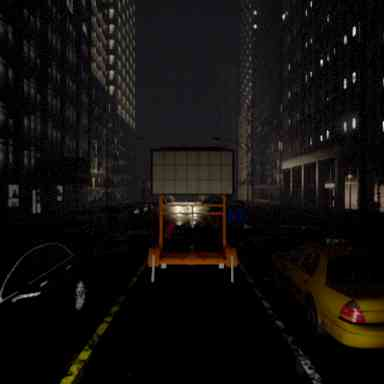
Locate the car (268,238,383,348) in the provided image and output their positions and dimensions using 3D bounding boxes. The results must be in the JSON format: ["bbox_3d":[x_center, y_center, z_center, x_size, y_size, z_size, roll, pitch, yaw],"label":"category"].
[{"bbox_3d":[2.691,1.548,6.497,1.752,1.417,4.829,-1,0,0],"label":"car"}]

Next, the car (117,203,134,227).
[{"bbox_3d":[-5.667,1.647,23.389,1.947,1.339,4.313,-1,0,0],"label":"car"}]

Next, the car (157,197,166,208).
[{"bbox_3d":[-5.629,1.731,51.807,2.008,1.369,4.403,-1,0,0],"label":"car"}]

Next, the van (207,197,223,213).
[{"bbox_3d":[2.735,1.482,40.429,1.690,1.788,3.998,-1,0,0],"label":"van"}]

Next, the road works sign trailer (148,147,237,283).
[{"bbox_3d":[0.017,0.498,9.738,2.380,3.560,2.880,0,0,0],"label":"road works sign trailer"}]

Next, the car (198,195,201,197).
[{"bbox_3d":[2.796,1.611,85.898,2.192,1.841,5.009,-1,0,0],"label":"car"}]

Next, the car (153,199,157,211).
[{"bbox_3d":[-5.643,1.722,40.440,1.802,1.307,4.206,-1,0,0],"label":"car"}]

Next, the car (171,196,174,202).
[{"bbox_3d":[-5.598,1.839,74.541,1.802,1.307,4.206,-1,0,0],"label":"car"}]

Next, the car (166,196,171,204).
[{"bbox_3d":[-5.613,1.769,63.174,2.008,1.369,4.403,-1,0,0],"label":"car"}]

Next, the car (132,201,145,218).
[{"bbox_3d":[-5.659,1.646,29.072,1.887,1.381,4.507,-1,0,0],"label":"car"}]

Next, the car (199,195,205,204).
[{"bbox_3d":[2.768,1.770,63.162,2.008,1.369,4.403,-1,0,0],"label":"car"}]

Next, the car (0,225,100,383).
[{"bbox_3d":[-2.994,1.521,4.830,1.837,1.490,4.892,0,0,0],"label":"car"}]

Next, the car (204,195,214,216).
[{"bbox_3d":[2.727,1.436,34.746,2.192,1.841,5.009,-1,0,0],"label":"car"}]

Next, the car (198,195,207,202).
[{"bbox_3d":[2.803,1.630,91.582,2.192,1.841,5.009,-1,0,0],"label":"car"}]

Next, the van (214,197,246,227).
[{"bbox_3d":[2.712,1.423,23.378,1.690,1.788,3.998,-1,0,0],"label":"van"}]

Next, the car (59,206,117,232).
[{"bbox_3d":[-5.674,1.612,17.705,2.008,1.369,4.403,-1,0,0],"label":"car"}]

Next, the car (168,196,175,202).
[{"bbox_3d":[-5.575,1.840,91.422,1.752,1.417,4.829,-1,0,0],"label":"car"}]

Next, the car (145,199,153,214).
[{"bbox_3d":[-5.652,1.671,34.756,2.008,1.369,4.403,-1,0,0],"label":"car"}]
